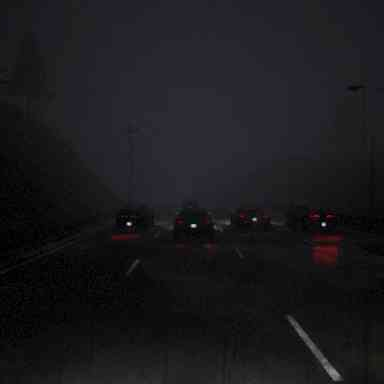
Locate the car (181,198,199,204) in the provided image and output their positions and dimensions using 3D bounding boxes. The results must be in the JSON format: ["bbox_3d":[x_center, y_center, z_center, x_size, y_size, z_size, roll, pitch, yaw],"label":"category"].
[{"bbox_3d":[-0.240,1.449,37.464,2.128,1.511,4.902,0,0,-3],"label":"car"}]

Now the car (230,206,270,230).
[{"bbox_3d":[3.565,1.539,20.935,1.994,1.385,4.181,0,0,0],"label":"car"}]

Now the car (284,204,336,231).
[{"bbox_3d":[7.067,1.480,20.263,1.837,1.490,4.892,0,0,0],"label":"car"}]

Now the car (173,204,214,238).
[{"bbox_3d":[0.071,1.544,17.499,1.994,1.385,4.181,0,0,0],"label":"car"}]

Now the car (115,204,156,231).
[{"bbox_3d":[-3.434,1.482,20.550,1.837,1.490,4.892,0,0,0],"label":"car"}]
